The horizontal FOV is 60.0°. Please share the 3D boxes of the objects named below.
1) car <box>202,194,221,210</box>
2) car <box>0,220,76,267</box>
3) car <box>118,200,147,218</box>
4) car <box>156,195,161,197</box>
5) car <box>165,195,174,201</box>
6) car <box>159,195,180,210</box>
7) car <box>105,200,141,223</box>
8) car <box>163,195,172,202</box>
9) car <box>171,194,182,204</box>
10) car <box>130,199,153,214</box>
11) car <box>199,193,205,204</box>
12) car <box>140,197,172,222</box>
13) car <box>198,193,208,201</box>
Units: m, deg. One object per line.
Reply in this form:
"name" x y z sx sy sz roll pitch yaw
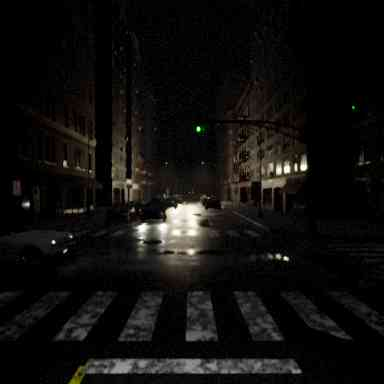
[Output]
"car" 2.597 1.405 41.798 1.967 1.590 4.097 0 0 0
"car" -6.295 1.576 10.685 4.718 1.301 1.895 0 0 0
"car" -5.418 1.521 30.890 1.887 1.381 4.507 0 0 0
"car" -5.438 1.518 52.705 1.947 1.339 4.313 0 0 0
"car" -5.465 1.505 79.973 1.802 1.307 4.206 0 0 0
"car" -2.883 1.489 42.765 1.812 1.442 4.674 0 0 0
"car" -5.412 1.532 25.435 2.008 1.369 4.403 0 0 0
"car" -5.459 1.453 74.350 1.752 1.417 4.829 0 0 0
"car" -2.808 1.336 60.060 2.097 1.767 4.553 0 0 0
"car" -5.423 1.496 36.173 1.752 1.417 4.829 0 0 0
"car" 2.587 1.392 52.707 1.967 1.590 4.097 0 0 0
"car" -2.875 1.458 26.463 1.882 1.535 5.008 0 0 0
"car" 2.559 1.238 79.978 2.192 1.841 5.009 0 0 0
